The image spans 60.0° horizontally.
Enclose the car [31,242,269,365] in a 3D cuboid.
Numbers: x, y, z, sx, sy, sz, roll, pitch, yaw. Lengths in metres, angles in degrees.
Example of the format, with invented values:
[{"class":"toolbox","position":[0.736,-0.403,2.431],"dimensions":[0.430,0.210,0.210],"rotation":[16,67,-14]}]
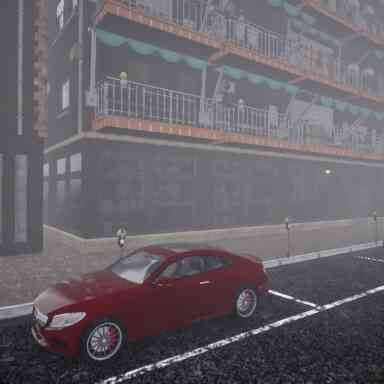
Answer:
[{"class":"car","position":[-0.457,1.582,5.760],"dimensions":[4.206,1.307,1.802],"rotation":[0,0,-35]}]
